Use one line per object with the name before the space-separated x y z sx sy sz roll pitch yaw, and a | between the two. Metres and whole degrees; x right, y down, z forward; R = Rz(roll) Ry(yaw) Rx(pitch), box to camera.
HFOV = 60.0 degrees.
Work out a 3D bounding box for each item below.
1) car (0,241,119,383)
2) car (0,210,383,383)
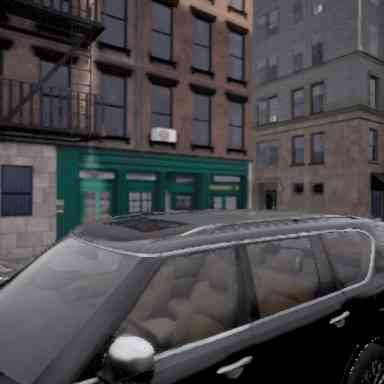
car | -3.322 1.546 3.820 4.403 1.369 2.008 0 0 -35
car | -0.259 1.231 2.883 5.566 2.045 2.150 0 0 -35
